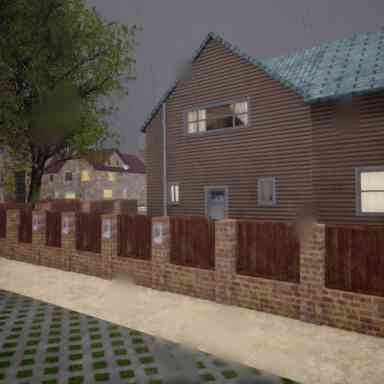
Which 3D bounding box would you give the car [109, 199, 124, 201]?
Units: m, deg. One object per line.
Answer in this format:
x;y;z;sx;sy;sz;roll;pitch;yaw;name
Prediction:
-7.379;1.408;31.487;1.837;1.490;4.892;-1;0;29;car
